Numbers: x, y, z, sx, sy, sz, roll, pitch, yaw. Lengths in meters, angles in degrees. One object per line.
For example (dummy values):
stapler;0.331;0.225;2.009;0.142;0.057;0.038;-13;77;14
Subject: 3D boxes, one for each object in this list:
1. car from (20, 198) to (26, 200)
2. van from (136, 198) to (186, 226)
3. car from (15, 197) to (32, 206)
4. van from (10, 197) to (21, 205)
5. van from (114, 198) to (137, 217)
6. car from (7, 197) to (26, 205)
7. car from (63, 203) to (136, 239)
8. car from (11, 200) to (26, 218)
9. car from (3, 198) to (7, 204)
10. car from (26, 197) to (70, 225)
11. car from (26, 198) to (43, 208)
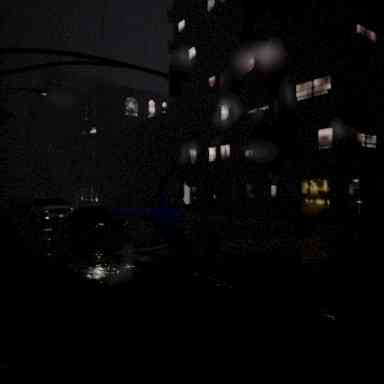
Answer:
car;-23.248;1.962;48.355;1.994;1.385;4.181;-1;0;-36
van;-2.076;1.343;23.613;1.690;1.788;3.998;-2;1;-36
car;-34.655;1.926;68.401;2.192;1.841;5.009;-2;1;-36
van;-41.171;2.078;77.359;1.690;1.788;3.998;-2;1;-36
van;-5.334;1.402;28.092;1.690;1.788;3.998;-2;1;-36
car;-30.078;1.880;57.733;2.097;1.767;4.553;-1;0;-36
car;-5.167;1.549;18.050;1.882;1.535;5.008;-1;0;-37
car;-16.959;1.851;34.272;1.994;1.385;4.181;-1;0;-37
car;-44.422;2.345;81.840;1.887;1.381;4.507;-2;1;-36
car;-11.054;1.400;26.132;2.150;2.045;5.566;-1;0;-37
car;-28.136;1.926;59.445;1.967;1.590;4.097;-2;1;-36
